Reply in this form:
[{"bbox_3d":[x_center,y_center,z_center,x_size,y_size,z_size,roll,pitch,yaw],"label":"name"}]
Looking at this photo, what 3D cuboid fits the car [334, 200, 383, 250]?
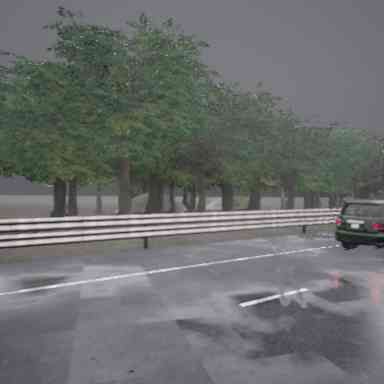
[{"bbox_3d":[8.178,1.342,13.566,5.566,2.045,2.150,0,0,-33],"label":"car"}]
